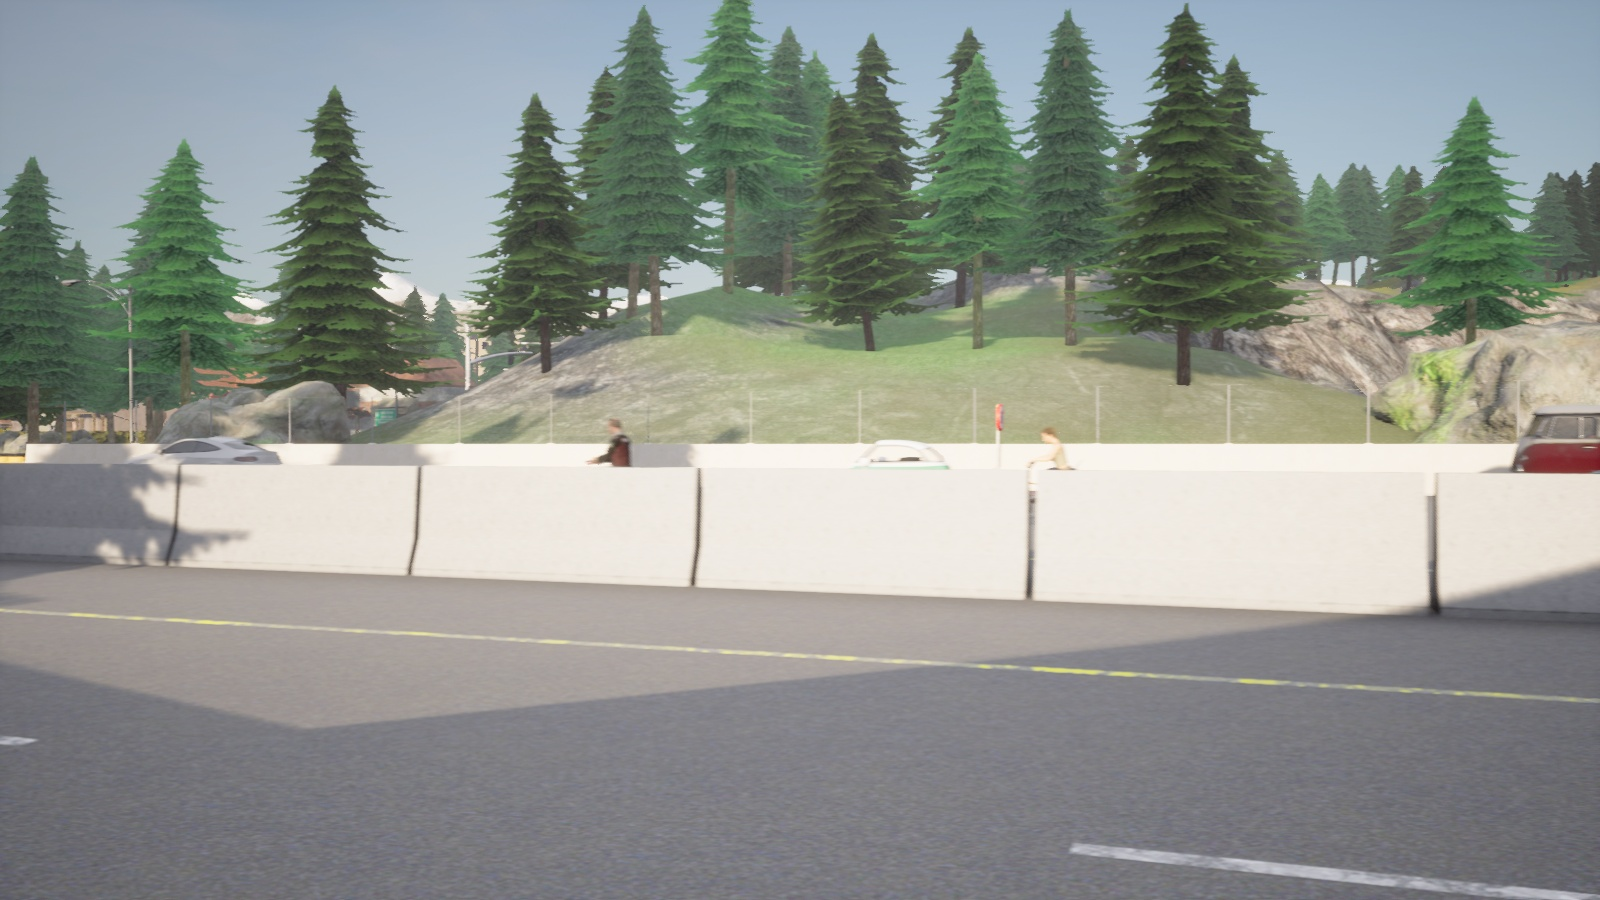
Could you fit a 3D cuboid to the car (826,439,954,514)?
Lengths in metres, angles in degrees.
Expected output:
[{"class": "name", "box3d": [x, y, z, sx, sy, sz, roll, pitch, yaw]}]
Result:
[{"class": "car", "box3d": [1.794, 0.492, 24.745, 2.207, 1.376, 1.481, 1, 1, 19]}]

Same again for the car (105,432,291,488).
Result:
[{"class": "car", "box3d": [-16.592, 0.235, 34.623, 4.674, 1.442, 1.812, 1, 1, 19]}]

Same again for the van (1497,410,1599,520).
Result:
[{"class": "van", "box3d": [15.480, 0.264, 23.251, 4.442, 1.987, 1.775, 1, 1, 30]}]

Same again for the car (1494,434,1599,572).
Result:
[{"class": "car", "box3d": [10.890, 0.595, 14.298, 4.902, 1.511, 2.128, 1, 1, 19]}]
